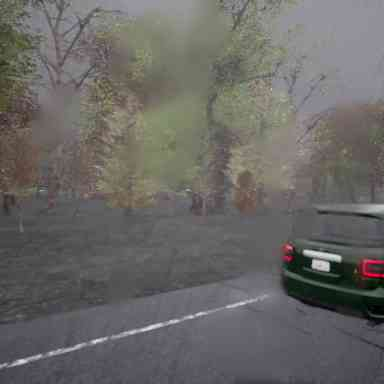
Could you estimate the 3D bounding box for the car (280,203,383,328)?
[{"bbox_3d":[4.189,1.242,6.739,5.566,2.045,2.150,0,0,-36],"label":"car"}]
